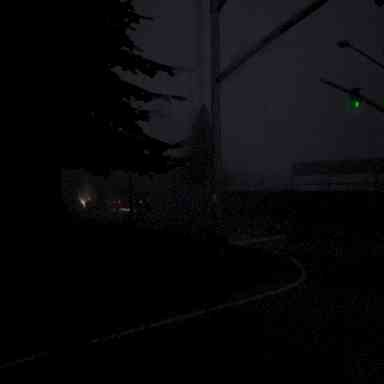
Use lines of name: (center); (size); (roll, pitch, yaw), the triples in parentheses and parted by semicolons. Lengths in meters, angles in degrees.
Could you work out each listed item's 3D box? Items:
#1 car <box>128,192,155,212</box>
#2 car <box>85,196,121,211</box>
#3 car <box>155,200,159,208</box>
car: (-5.507, 1.058, 35.778); (2.150, 2.045, 5.566); (-2, 0, -9)
car: (-10.381, 1.209, 38.624); (4.553, 1.767, 2.097); (-1, 0, 38)
car: (-6.225, 1.367, 42.696); (1.994, 1.385, 4.181); (0, 0, 36)
